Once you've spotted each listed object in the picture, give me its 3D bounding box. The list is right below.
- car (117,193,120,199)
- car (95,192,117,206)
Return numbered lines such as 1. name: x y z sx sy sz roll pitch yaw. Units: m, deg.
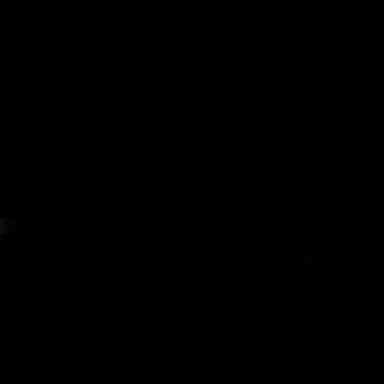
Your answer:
1. car: -16.325 0.784 70.562 1.994 1.385 4.181 0 3 -11
2. car: -13.779 1.058 52.513 2.150 2.045 5.566 -1 1 -6
